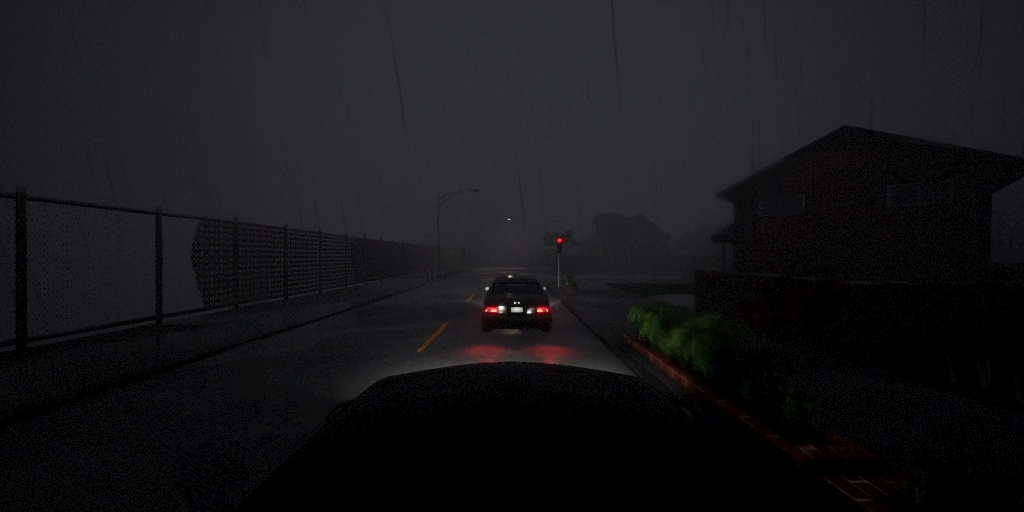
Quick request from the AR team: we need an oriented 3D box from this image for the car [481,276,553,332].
[{"bbox_3d":[0.118,1.297,10.852,2.033,1.411,5.357,0,0,0],"label":"car"}]
